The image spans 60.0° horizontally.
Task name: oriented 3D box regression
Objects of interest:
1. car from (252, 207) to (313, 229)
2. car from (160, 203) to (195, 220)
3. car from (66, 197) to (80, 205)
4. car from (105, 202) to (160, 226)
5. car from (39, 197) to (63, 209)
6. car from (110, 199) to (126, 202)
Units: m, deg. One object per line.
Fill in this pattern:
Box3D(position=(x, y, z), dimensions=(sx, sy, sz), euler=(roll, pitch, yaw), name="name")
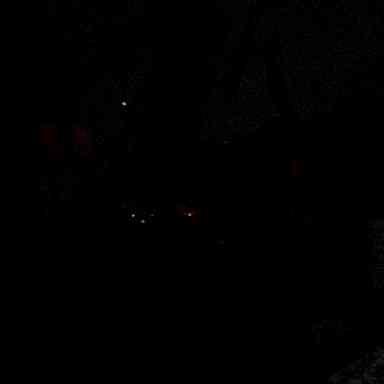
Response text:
Box3D(position=(6.754, 1.899, 25.405), dimensions=(1.882, 1.535, 5.008), euler=(2, -1, -35), name="car")
Box3D(position=(-1.550, 1.811, 31.529), dimensions=(1.812, 1.442, 4.674), euler=(2, -1, -36), name="car")
Box3D(position=(-21.658, 1.582, 59.231), dimensions=(1.895, 1.301, 4.718), euler=(2, -1, -36), name="car")
Box3D(position=(-4.588, 1.674, 24.309), dimensions=(1.895, 1.301, 4.718), euler=(2, -1, -36), name="car")
Box3D(position=(-18.845, 1.375, 44.097), dimensions=(1.882, 1.535, 5.008), euler=(2, -1, -36), name="car")
Box3D(position=(-11.275, 1.779, 50.468), dimensions=(2.033, 1.411, 5.357), euler=(2, -1, -36), name="car")
